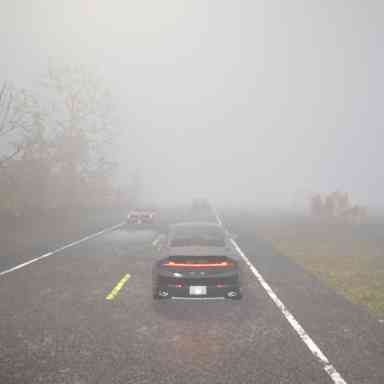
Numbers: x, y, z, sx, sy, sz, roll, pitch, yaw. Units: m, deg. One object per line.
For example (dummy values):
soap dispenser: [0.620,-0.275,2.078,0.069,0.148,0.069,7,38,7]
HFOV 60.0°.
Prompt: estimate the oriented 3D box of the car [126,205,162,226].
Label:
car: [-3.266,1.615,23.311,1.895,1.301,4.718,0,0,2]

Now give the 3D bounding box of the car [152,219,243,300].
car: [0.137,1.508,8.369,1.837,1.490,4.892,0,0,1]

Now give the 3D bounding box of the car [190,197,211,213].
car: [0.985,1.381,37.446,2.097,1.767,4.553,0,0,4]
